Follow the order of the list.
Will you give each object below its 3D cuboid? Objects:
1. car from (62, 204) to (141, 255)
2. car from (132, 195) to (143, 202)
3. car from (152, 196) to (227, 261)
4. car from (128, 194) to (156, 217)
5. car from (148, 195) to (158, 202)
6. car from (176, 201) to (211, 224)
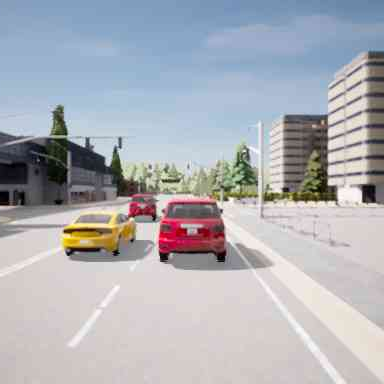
[{"bbox_3d":[-3.473,1.468,13.258,1.882,1.535,5.008,0,0,0],"label":"car"},{"bbox_3d":[-12.200,1.498,74.517,1.994,1.385,4.181,0,0,-2],"label":"car"},{"bbox_3d":[0.026,1.214,12.325,2.150,2.045,5.566,0,0,0],"label":"car"},{"bbox_3d":[-4.071,1.203,27.247,2.150,2.045,5.566,0,0,-9],"label":"car"},{"bbox_3d":[-8.702,1.470,74.611,1.812,1.442,4.674,0,0,-2],"label":"car"},{"bbox_3d":[0.229,1.528,26.332,2.033,1.411,5.357,0,0,9],"label":"car"}]
